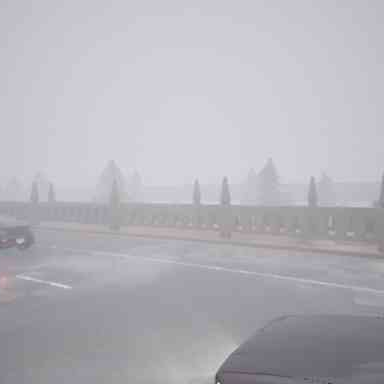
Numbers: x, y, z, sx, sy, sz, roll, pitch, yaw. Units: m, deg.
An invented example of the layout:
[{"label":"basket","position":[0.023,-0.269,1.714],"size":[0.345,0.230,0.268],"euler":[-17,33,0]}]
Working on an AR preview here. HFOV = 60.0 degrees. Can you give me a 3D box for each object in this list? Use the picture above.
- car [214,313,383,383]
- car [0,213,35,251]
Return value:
[{"label":"car","position":[2.714,1.530,1.965],"size":[5.357,1.411,2.033],"euler":[0,0,36]},{"label":"car","position":[-7.954,1.515,12.579],"size":[4.674,1.442,1.812],"euler":[0,0,28]}]
